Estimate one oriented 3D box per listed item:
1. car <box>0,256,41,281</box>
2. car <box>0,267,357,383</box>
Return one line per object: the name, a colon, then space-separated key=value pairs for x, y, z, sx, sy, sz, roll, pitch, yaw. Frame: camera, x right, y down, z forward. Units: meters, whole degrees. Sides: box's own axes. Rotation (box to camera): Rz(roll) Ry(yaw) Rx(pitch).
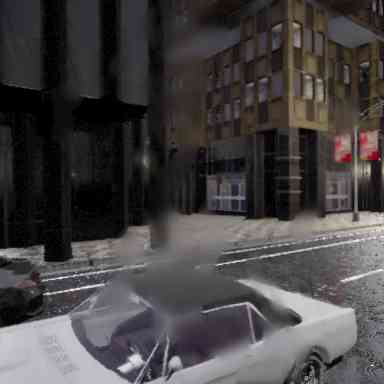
car: x=-4.490 y=1.531 z=4.450 sx=4.674 sy=1.442 sz=1.812 roll=0 pitch=0 yaw=-35
car: x=-0.456 y=1.593 z=3.320 sx=4.718 sy=1.301 sz=1.895 roll=0 pitch=0 yaw=-35
